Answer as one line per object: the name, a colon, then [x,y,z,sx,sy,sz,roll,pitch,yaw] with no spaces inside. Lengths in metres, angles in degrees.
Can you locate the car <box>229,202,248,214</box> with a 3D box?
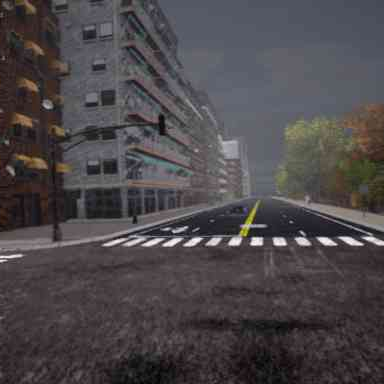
car: [5.594,1.921,39.764,1.994,1.385,4.181,-2,0,12]
